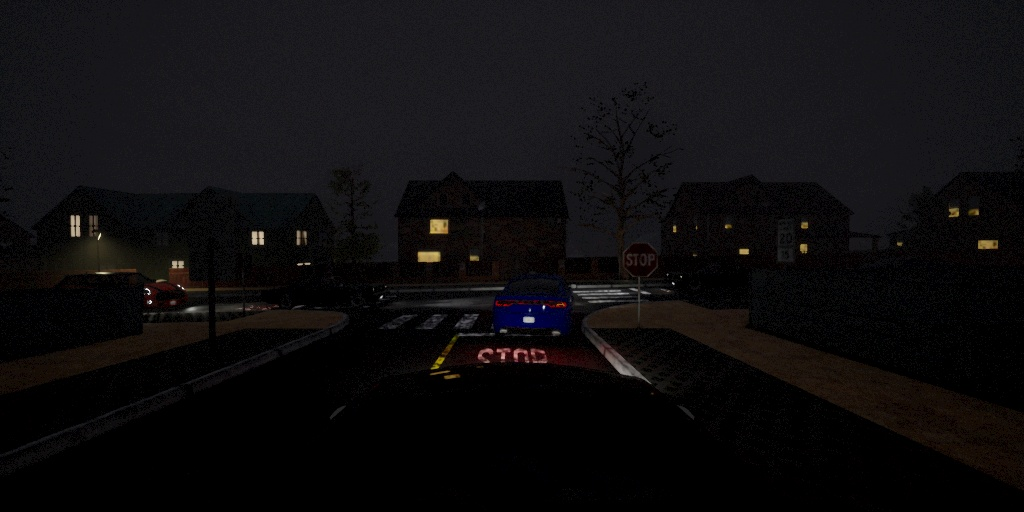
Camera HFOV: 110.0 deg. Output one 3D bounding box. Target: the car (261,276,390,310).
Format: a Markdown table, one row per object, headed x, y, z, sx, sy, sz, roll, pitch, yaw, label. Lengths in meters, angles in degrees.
| x | y | z | sx | sy | sz | roll | pitch | yaw | label |
| --- | --- | --- | --- | --- | --- | --- | --- | --- | --- |
| -7.814 | 1.506 | 15.388 | 4.718 | 1.301 | 1.895 | -1 | 1 | 0 | car |

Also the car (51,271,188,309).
| x | y | z | sx | sy | sz | roll | pitch | yaw | label |
| --- | --- | --- | --- | --- | --- | --- | --- | --- | --- |
| -16.801 | 1.471 | 15.379 | 4.553 | 1.767 | 2.097 | -1 | 1 | 0 | car |

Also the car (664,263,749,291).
| x | y | z | sx | sy | sz | roll | pitch | yaw | label |
| --- | --- | --- | --- | --- | --- | --- | --- | --- | --- |
| 10.408 | 1.034 | 18.319 | 4.718 | 1.301 | 1.895 | -1 | 1 | -1 | car |

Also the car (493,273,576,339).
| x | y | z | sx | sy | sz | roll | pitch | yaw | label |
| --- | --- | --- | --- | --- | --- | --- | --- | --- | --- |
| 0.785 | 1.226 | 10.182 | 1.882 | 1.535 | 5.008 | 0 | 0 | 10 | car |

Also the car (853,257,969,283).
| x | y | z | sx | sy | sz | roll | pitch | yaw | label |
| --- | --- | --- | --- | --- | --- | --- | --- | --- | --- |
| 20.053 | 0.753 | 18.357 | 5.357 | 1.411 | 2.033 | -1 | 1 | 0 | car |
